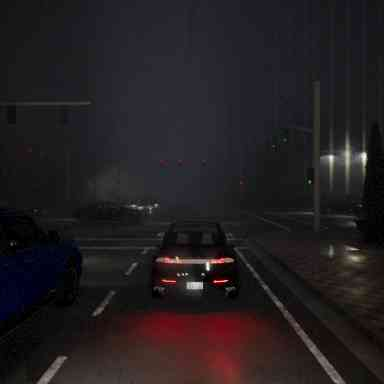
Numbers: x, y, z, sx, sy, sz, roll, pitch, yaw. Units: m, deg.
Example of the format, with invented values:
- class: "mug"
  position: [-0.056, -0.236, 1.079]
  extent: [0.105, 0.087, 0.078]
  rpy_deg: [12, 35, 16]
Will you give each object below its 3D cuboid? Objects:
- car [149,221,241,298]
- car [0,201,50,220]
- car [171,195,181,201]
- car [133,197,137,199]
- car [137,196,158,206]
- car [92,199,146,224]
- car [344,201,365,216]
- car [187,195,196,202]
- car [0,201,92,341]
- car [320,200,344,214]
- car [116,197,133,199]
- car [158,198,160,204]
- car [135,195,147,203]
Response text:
- class: "car"
  position: [0.079, 1.492, 8.477]
  extent: [2.128, 1.511, 4.902]
  rpy_deg: [0, 0, 1]
- class: "car"
  position: [-14.585, 1.492, 27.351]
  extent: [4.902, 1.511, 2.128]
  rpy_deg: [0, 0, -1]
- class: "car"
  position: [-3.629, 1.339, 76.057]
  extent: [1.812, 1.442, 4.674]
  rpy_deg: [0, 0, 0]
- class: "car"
  position: [-10.670, 1.601, 59.340]
  extent: [1.895, 1.301, 4.718]
  rpy_deg: [0, 0, 0]
- class: "car"
  position: [-7.178, 1.505, 53.999]
  extent: [1.837, 1.490, 4.892]
  rpy_deg: [0, 0, 0]
- class: "car"
  position: [-6.058, 1.491, 23.952]
  extent: [4.902, 1.511, 2.128]
  rpy_deg: [0, 0, -1]
- class: "car"
  position: [17.482, 1.505, 31.430]
  extent: [4.892, 1.490, 1.837]
  rpy_deg: [0, 0, -1]
- class: "car"
  position: [-0.128, 1.429, 75.523]
  extent: [1.837, 1.490, 4.892]
  rpy_deg: [0, 0, 0]
- class: "car"
  position: [-3.450, 1.221, 4.845]
  extent: [2.150, 2.045, 5.566]
  rpy_deg: [0, 0, 1]
- class: "car"
  position: [15.234, 1.564, 34.904]
  extent: [4.181, 1.385, 1.994]
  rpy_deg: [0, 0, -1]
- class: "car"
  position: [-10.683, 1.526, 50.231]
  extent: [1.812, 1.442, 4.674]
  rpy_deg: [0, 0, 0]
- class: "car"
  position: [-7.164, 1.564, 62.908]
  extent: [1.994, 1.385, 4.181]
  rpy_deg: [0, 0, 0]
- class: "car"
  position: [-10.618, 1.477, 69.782]
  extent: [1.882, 1.535, 5.008]
  rpy_deg: [0, 0, 0]
